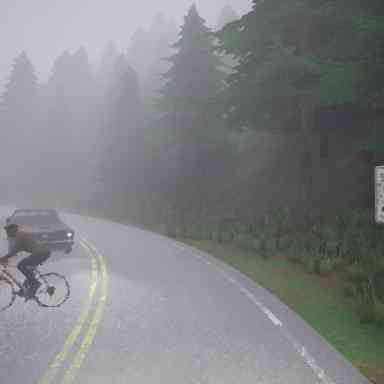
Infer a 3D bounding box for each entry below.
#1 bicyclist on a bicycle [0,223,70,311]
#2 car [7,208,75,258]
[{"bbox_3d":[-3.128,1.398,6.152,1.656,1.620,0.582,-2,1,-9],"label":"bicyclist on a bicycle"},{"bbox_3d":[-5.600,1.325,12.067,1.895,1.301,4.718,1,2,-30],"label":"car"}]
